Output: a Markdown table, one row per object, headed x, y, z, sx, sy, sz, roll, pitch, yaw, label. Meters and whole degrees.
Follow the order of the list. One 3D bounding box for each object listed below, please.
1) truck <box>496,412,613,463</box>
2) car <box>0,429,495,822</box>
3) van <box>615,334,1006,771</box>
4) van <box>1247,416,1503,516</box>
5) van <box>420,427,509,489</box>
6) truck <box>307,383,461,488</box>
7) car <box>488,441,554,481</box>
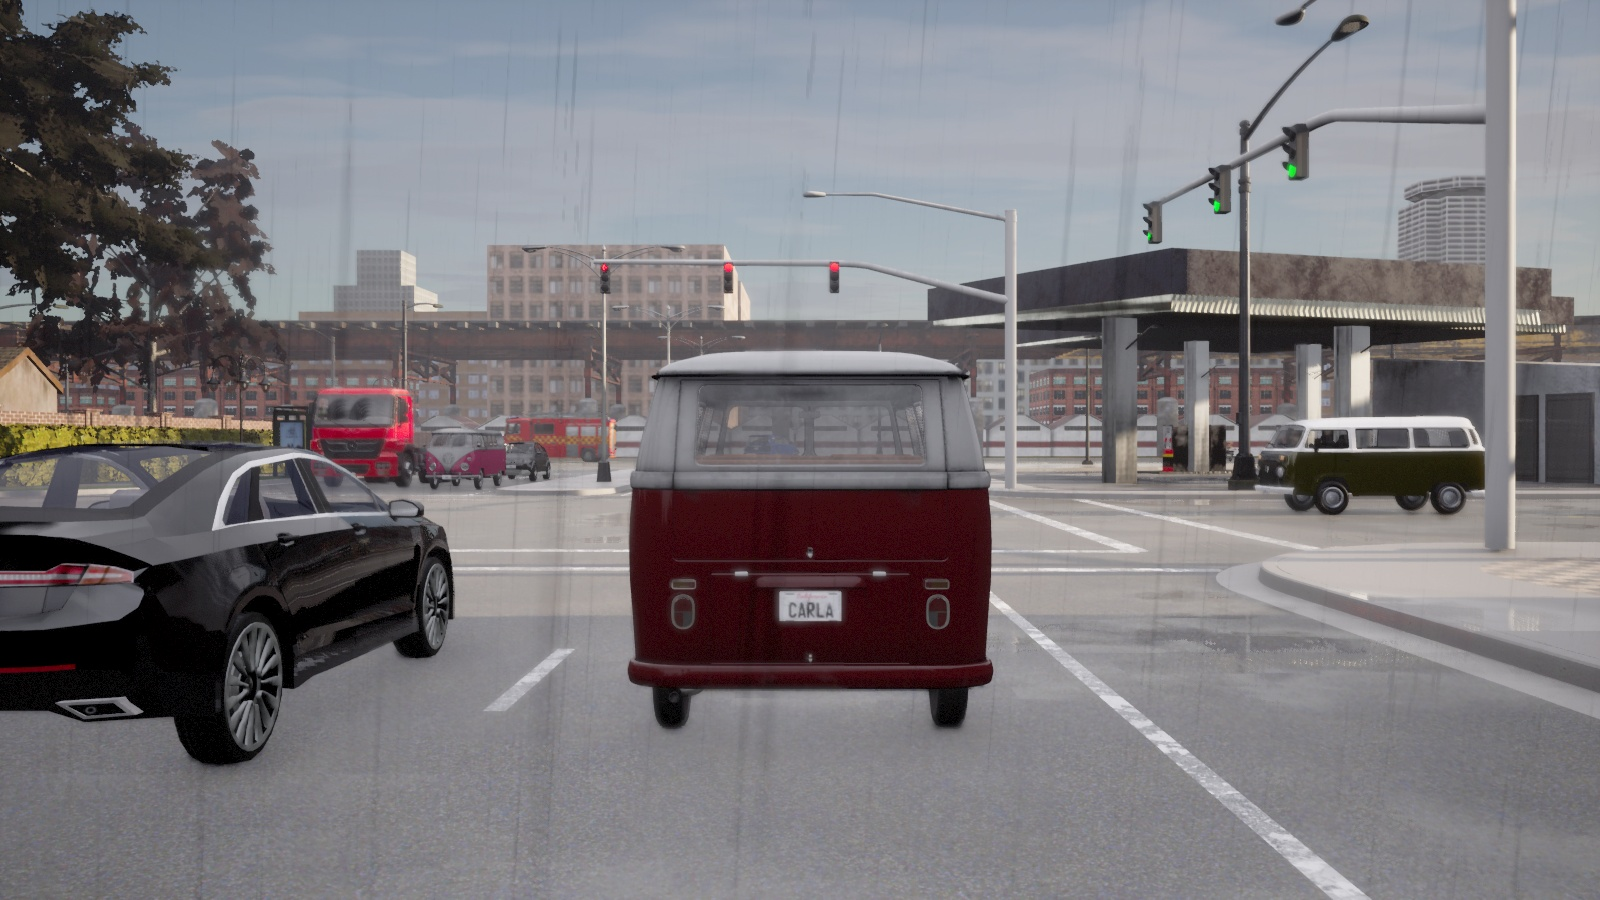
| x | y | z | sx | sy | sz | roll | pitch | yaw | label |
| --- | --- | --- | --- | --- | --- | --- | --- | --- | --- |
| -18.802 | -0.978 | 96.537 | 8.468 | 3.827 | 2.891 | 0 | 0 | 1 | truck |
| -3.443 | 0.659 | 7.278 | 2.128 | 1.511 | 4.902 | 0 | 0 | 0 | car |
| 0.061 | 0.454 | 7.931 | 1.775 | 1.987 | 4.442 | 0 | 0 | 0 | van |
| 12.091 | 0.329 | 26.639 | 4.480 | 2.038 | 2.069 | 0 | 0 | -1 | van |
| -11.240 | 0.251 | 42.333 | 1.775 | 1.987 | 4.442 | 0 | 0 | 0 | van |
| -14.768 | -0.503 | 45.326 | 2.891 | 3.462 | 7.936 | 0 | 0 | 0 | truck |
| -11.192 | 0.431 | 50.571 | 1.789 | 1.549 | 3.705 | 0 | 0 | 0 | car |
